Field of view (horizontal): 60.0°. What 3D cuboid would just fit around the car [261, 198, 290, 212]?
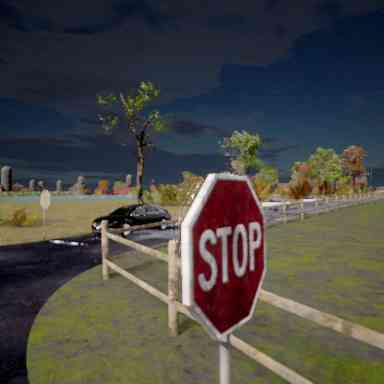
[{"bbox_3d":[8.491,1.327,34.335,1.895,1.301,4.718,-2,0,35],"label":"car"}]

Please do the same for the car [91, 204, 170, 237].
[{"bbox_3d":[-3.126,1.438,17.800,1.837,1.490,4.892,-2,0,34],"label":"car"}]

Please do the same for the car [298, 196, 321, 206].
[{"bbox_3d":[15.733,1.203,44.503,1.895,1.301,4.718,-2,-1,36],"label":"car"}]
